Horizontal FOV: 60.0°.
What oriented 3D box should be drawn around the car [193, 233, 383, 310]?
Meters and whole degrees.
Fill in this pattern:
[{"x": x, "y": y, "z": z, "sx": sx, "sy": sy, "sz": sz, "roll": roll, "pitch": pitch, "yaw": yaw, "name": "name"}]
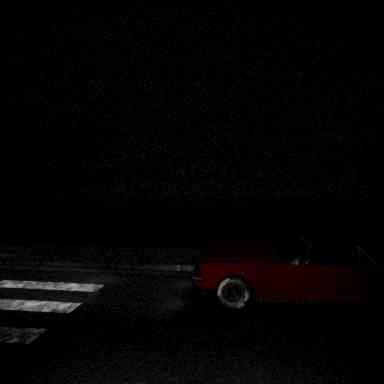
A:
[{"x": 2.392, "y": 1.521, "z": 6.792, "sx": 4.718, "sy": 1.301, "sz": 1.895, "roll": 0, "pitch": 1, "yaw": 7, "name": "car"}]
